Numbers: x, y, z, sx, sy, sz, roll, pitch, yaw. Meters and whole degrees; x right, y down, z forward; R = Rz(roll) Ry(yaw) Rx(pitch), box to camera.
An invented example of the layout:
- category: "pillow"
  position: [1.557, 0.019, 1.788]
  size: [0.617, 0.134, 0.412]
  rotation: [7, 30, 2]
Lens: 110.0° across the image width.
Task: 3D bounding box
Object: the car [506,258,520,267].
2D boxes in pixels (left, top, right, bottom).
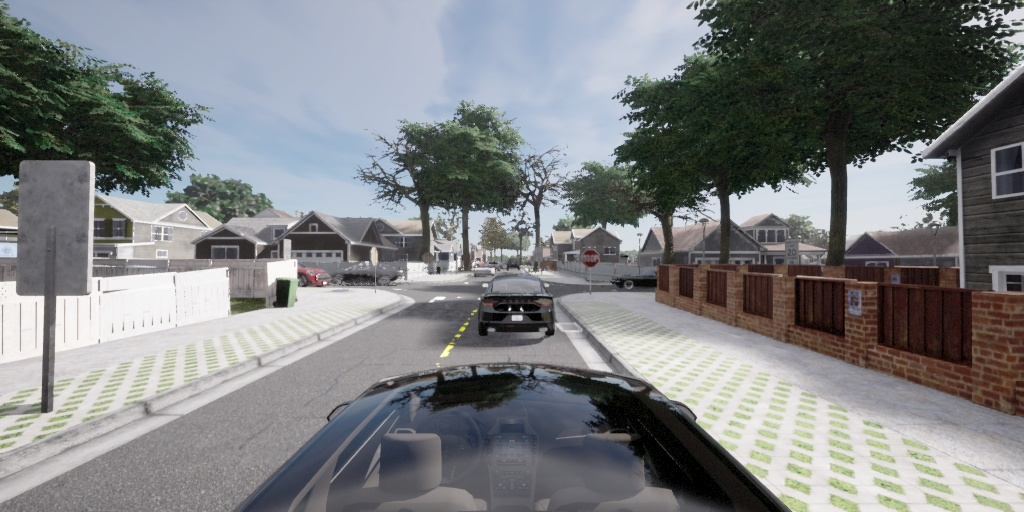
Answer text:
- category: "car"
  position: [0.217, 1.359, 61.827]
  size: [2.150, 2.045, 5.566]
  rotation: [0, -1, 0]

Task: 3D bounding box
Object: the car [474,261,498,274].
- category: "car"
  position: [-2.780, 1.476, 36.377]
  size: [1.895, 1.301, 4.718]
  rotation: [0, 0, 0]

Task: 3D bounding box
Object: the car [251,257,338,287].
- category: "car"
  position: [-12.991, 0.934, 20.709]
  size: [4.553, 1.767, 2.097]
  rotation: [1, -1, 2]

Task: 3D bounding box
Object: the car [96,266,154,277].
- category: "car"
  position: [-22.961, 0.950, 20.685]
  size: [4.892, 1.490, 1.837]
  rotation: [1, -1, -1]

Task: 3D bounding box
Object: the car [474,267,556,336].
- category: "car"
  position: [0.118, 1.239, 10.488]
  size: [1.882, 1.535, 5.008]
  rotation: [0, 0, 0]

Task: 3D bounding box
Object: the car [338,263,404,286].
- category: "car"
  position: [-9.697, 1.188, 23.694]
  size: [4.902, 1.511, 2.128]
  rotation: [1, -1, -8]

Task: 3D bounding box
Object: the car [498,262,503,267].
- category: "car"
  position: [-2.727, 1.531, 52.536]
  size: [1.837, 1.490, 4.892]
  rotation: [0, -1, 0]

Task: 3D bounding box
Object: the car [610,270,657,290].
- category: "car"
  position: [9.062, 1.596, 23.964]
  size: [4.718, 1.301, 1.895]
  rotation: [1, -1, -1]

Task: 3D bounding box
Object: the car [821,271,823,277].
- category: "car"
  position: [19.408, 1.676, 24.071]
  size: [4.892, 1.490, 1.837]
  rotation: [1, -1, 0]
